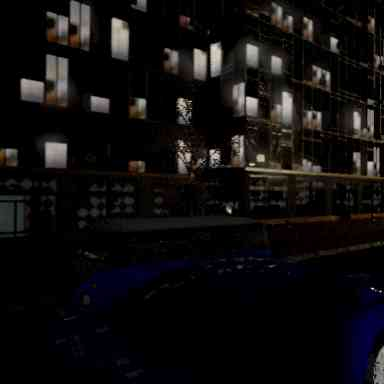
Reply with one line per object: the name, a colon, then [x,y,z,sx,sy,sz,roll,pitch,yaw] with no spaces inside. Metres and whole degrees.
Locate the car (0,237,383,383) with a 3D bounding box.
car: [0.399,1.498,3.539,5.008,1.535,1.882,1,0,-36]

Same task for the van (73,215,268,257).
van: [-0.284,1.371,6.356,3.998,1.788,1.690,1,0,-36]
